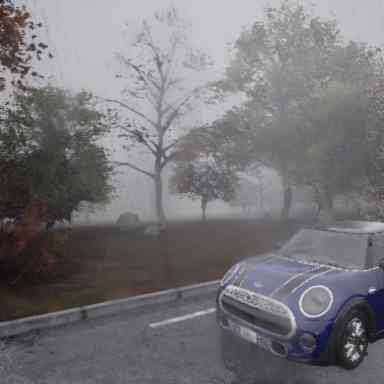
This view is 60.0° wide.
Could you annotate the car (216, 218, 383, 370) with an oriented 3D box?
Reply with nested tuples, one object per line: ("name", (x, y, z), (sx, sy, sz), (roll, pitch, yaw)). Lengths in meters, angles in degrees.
("car", (2.606, 1.345, 5.823), (4.553, 1.767, 2.097), (0, 0, -35))
